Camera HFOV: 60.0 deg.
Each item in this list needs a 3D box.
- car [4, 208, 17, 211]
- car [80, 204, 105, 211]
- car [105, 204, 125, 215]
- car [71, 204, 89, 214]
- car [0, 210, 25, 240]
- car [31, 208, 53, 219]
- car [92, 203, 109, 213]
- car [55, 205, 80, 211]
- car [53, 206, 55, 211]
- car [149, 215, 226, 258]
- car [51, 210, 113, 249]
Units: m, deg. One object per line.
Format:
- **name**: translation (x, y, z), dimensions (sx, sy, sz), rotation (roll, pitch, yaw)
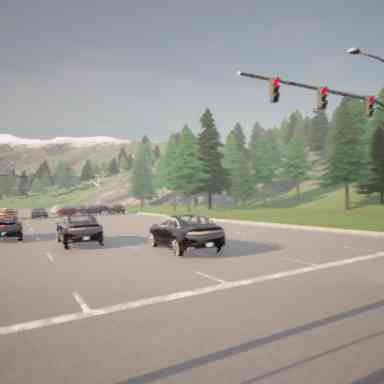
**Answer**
- **car**: translation (-24.363, 2.872, 44.664), dimensions (1.882, 1.535, 5.008), rotation (-1, -1, -28)
- **car**: translation (-14.524, 2.647, 48.527), dimensions (1.837, 1.490, 4.892), rotation (-1, -1, -28)
- **car**: translation (-11.480, 2.576, 50.254), dimensions (1.837, 1.490, 4.892), rotation (-1, -1, -28)
- **car**: translation (-19.468, 2.915, 57.525), dimensions (2.128, 1.511, 4.902), rotation (-1, -1, -28)
- **car**: translation (-11.357, 2.136, 20.304), dimensions (2.128, 1.511, 4.902), rotation (-1, -1, -27)
- **car**: translation (-20.431, 2.821, 44.737), dimensions (2.033, 1.411, 5.357), rotation (-1, -1, -28)
- **car**: translation (-16.325, 2.825, 59.069), dimensions (1.882, 1.535, 5.008), rotation (-1, -1, -28)
- **car**: translation (-17.528, 2.688, 46.723), dimensions (1.882, 1.535, 5.008), rotation (-1, -1, -29)
- **car**: translation (-22.566, 3.023, 55.901), dimensions (1.812, 1.442, 4.674), rotation (-1, -1, -28)
- **car**: translation (-0.389, 1.704, 13.957), dimensions (2.128, 1.511, 4.902), rotation (-1, -1, -25)
- **car**: translation (-5.819, 1.918, 17.096), dimensions (2.128, 1.511, 4.902), rotation (-1, -1, -26)
